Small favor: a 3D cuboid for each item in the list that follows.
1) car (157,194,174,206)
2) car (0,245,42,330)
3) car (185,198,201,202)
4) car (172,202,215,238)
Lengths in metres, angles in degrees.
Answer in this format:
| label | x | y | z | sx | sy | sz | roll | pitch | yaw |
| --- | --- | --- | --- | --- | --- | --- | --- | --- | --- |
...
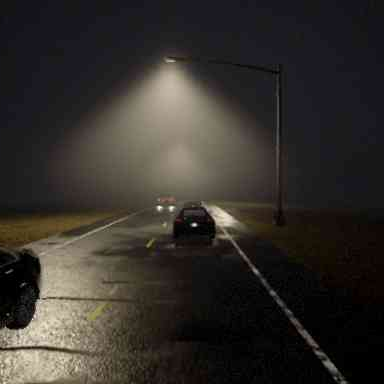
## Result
| label | x | y | z | sx | sy | sz | roll | pitch | yaw |
| --- | --- | --- | --- | --- | --- | --- | --- | --- | --- |
| car | -3.562 | 1.001 | 45.753 | 2.097 | 1.767 | 4.553 | 0 | 0 | 0 |
| car | -3.596 | 1.460 | 4.030 | 2.128 | 1.511 | 4.902 | 0 | 0 | 0 |
| car | 0.114 | 1.302 | 39.033 | 1.895 | 1.301 | 4.718 | 0 | 0 | 0 |
| car | 0.107 | 1.434 | 16.969 | 1.994 | 1.385 | 4.181 | 0 | 1 | 0 |
